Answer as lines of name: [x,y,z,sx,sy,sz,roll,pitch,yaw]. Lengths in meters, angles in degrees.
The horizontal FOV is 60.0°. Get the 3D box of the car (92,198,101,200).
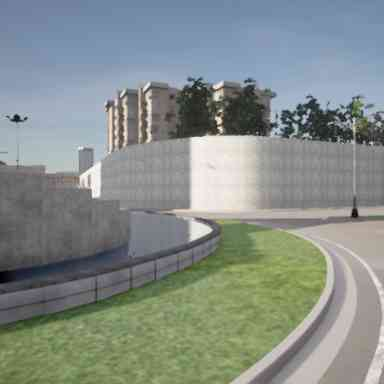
car: [-13.509,1.528,44.650,1.837,1.490,4.892,-1,1,-40]
